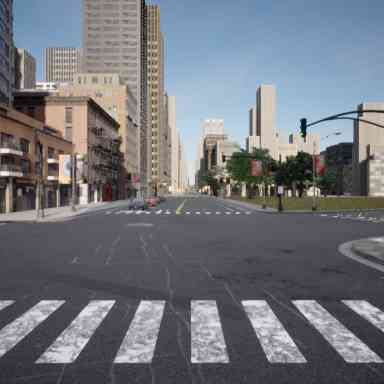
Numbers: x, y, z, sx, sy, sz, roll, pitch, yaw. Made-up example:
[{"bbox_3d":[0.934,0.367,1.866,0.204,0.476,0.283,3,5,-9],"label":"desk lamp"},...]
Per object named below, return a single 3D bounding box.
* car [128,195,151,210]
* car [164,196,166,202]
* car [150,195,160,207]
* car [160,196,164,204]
[{"bbox_3d":[-6.637,1.483,41.544,1.812,1.442,4.674,0,0,0],"label":"car"},{"bbox_3d":[-6.520,1.501,69.779,1.895,1.301,4.718,0,0,0],"label":"car"},{"bbox_3d":[-6.616,1.294,50.596,2.097,1.767,4.553,0,0,0],"label":"car"},{"bbox_3d":[-6.599,1.491,59.647,1.994,1.385,4.181,0,0,0],"label":"car"}]
